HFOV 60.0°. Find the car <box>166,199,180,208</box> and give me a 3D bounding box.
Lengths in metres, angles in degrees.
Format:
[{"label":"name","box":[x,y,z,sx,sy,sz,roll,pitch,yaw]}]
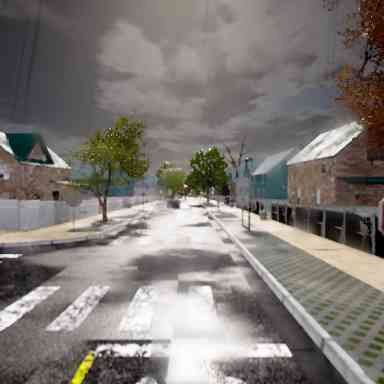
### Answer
[{"label":"car","box":[-2.740,1.663,48.985,1.895,1.301,4.718,0,0,0]}]
